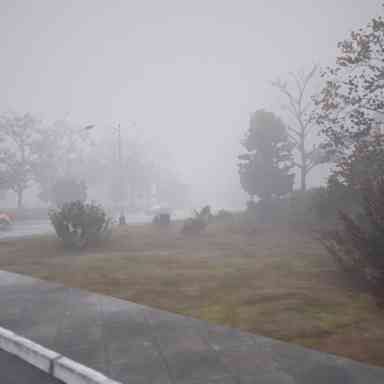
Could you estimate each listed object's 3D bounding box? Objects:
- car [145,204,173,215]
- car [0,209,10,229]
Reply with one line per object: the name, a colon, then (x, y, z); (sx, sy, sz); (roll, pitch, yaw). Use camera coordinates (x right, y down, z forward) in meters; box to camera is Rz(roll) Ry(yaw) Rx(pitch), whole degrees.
car: (-4.422, 2.418, 45.672); (1.812, 1.442, 4.674); (-3, -2, 32)
car: (-16.936, 2.164, 26.087); (2.097, 1.767, 4.553); (-3, -2, 33)
